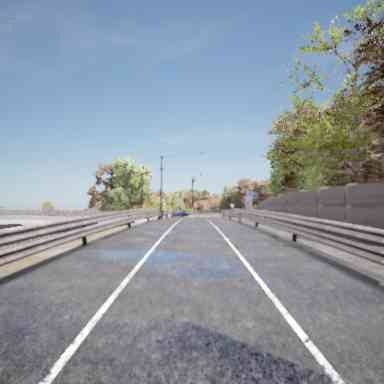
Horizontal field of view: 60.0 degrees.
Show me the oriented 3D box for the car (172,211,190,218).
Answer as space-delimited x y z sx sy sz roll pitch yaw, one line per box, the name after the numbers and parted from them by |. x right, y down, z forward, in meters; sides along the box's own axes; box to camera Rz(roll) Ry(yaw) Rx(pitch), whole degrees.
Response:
-2.276 4.620 69.465 1.812 1.442 4.674 -3 -5 36 | car

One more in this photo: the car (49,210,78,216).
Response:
-19.947 3.476 51.625 4.181 1.385 1.994 3 -5 -40 | car
